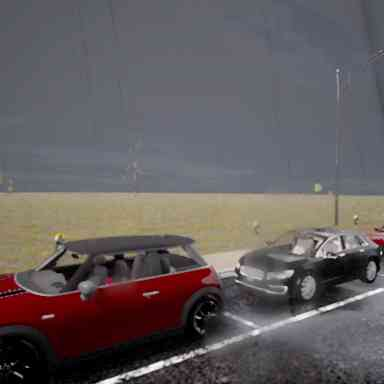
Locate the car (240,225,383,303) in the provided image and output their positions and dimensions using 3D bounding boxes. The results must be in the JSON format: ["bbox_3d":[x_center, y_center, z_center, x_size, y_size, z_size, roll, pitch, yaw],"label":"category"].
[{"bbox_3d":[3.000,1.595,8.232,4.403,1.369,2.008,0,0,-36],"label":"car"}]

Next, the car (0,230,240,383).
[{"bbox_3d":[-1.504,1.450,5.014,4.097,1.590,1.967,0,0,-36],"label":"car"}]
